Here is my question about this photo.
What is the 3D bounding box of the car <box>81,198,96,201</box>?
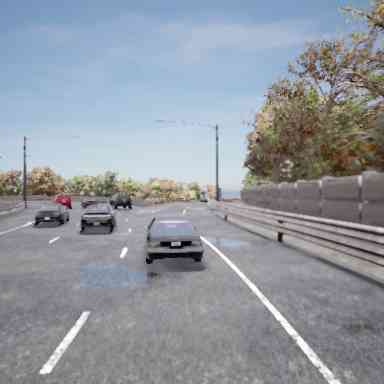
[{"bbox_3d":[-14.457,1.563,46.846,1.837,1.490,4.892,0,0,-25],"label":"car"}]

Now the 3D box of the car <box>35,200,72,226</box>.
[{"bbox_3d":[-10.004,1.565,23.979,1.812,1.442,4.674,0,0,-13],"label":"car"}]

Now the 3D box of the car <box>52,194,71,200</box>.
[{"bbox_3d":[-18.354,1.294,46.954,2.150,2.045,5.566,0,0,-26],"label":"car"}]

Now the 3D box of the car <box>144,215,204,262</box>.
[{"bbox_3d":[-0.757,1.551,12.139,2.033,1.411,5.357,0,0,-7],"label":"car"}]

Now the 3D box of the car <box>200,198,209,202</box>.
[{"bbox_3d":[3.389,2.239,90.994,1.994,1.385,4.181,0,-3,9],"label":"car"}]

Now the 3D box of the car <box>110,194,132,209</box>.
[{"bbox_3d":[-9.680,1.260,44.887,2.150,2.045,5.566,0,0,-24],"label":"car"}]

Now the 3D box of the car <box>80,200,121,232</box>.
[{"bbox_3d":[-5.657,1.514,20.461,2.128,1.511,4.902,0,0,-11],"label":"car"}]
